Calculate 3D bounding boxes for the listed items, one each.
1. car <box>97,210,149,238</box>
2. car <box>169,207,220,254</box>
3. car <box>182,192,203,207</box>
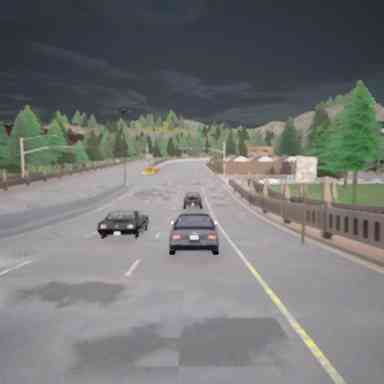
[{"bbox_3d":[-3.405,1.577,17.385,1.895,1.301,4.718,0,1,0],"label":"car"},{"bbox_3d":[0.092,1.543,13.434,2.033,1.411,5.357,0,0,1],"label":"car"},{"bbox_3d":[0.077,0.721,33.853,1.837,1.490,4.892,0,4,0],"label":"car"}]
